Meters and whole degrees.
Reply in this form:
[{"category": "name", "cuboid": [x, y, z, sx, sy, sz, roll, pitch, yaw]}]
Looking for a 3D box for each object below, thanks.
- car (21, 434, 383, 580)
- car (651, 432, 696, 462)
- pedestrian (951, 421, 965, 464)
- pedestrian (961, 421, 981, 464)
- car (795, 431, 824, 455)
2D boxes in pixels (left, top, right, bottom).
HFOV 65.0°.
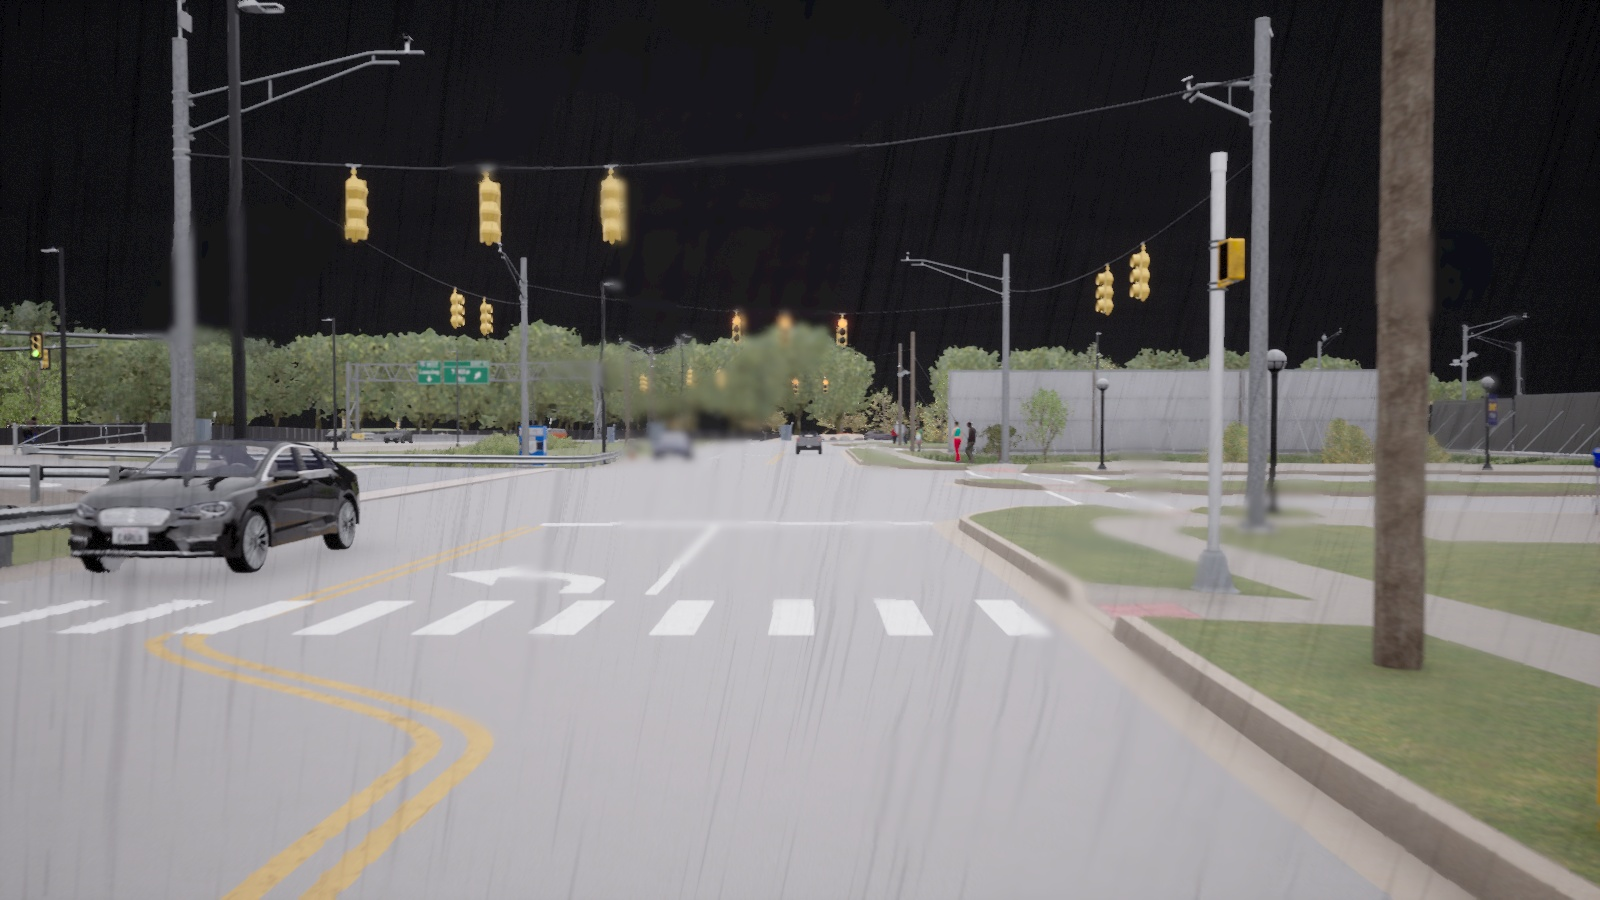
[{"category": "car", "cuboid": [-7.014, 0.570, 15.470, 2.128, 1.511, 4.902, 0, 1, 0]}, {"category": "car", "cuboid": [-6.605, -0.188, 66.129, 1.812, 1.442, 4.674, 0, 1, 1]}, {"category": "pedestrian", "cuboid": [6.892, -0.342, 54.790, 0.345, 1.836, 0.594, -1, 2, -27]}, {"category": "pedestrian", "cuboid": [7.371, -0.329, 54.092, 0.703, 1.840, 0.431, 1, 2, 32]}, {"category": "car", "cuboid": [0.617, -0.474, 80.136, 1.845, 1.501, 3.633, 0, 1, 1]}]
